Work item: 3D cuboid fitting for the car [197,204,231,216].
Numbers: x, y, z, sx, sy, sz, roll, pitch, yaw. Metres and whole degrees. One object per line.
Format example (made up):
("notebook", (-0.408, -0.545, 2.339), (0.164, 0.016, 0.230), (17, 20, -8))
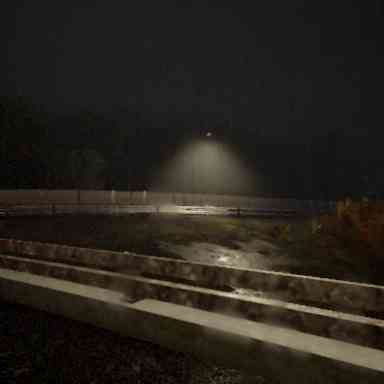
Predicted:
("car", (3.018, 2.445, 45.360), (4.892, 1.490, 1.837), (3, -2, -26))
